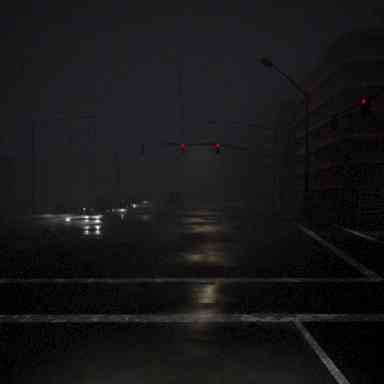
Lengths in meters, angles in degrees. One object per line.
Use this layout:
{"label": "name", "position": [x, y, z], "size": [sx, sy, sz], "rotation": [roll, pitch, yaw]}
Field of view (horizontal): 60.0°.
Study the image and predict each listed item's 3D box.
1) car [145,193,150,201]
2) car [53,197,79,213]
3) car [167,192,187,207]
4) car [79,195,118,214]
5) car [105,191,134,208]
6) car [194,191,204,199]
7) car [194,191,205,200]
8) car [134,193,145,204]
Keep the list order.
{"label": "car", "position": [-9.093, 0.947, 63.478], "size": [2.033, 1.411, 5.357], "rotation": [0, 1, 1]}
{"label": "car", "position": [-13.007, 1.346, 35.324], "size": [1.882, 1.535, 5.008], "rotation": [0, 1, 1]}
{"label": "car", "position": [-2.174, 0.940, 45.369], "size": [2.150, 2.045, 5.566], "rotation": [0, 1, 1]}
{"label": "car", "position": [-9.519, 1.369, 34.257], "size": [2.128, 1.511, 4.902], "rotation": [0, 1, 1]}
{"label": "car", "position": [-9.402, 1.106, 43.299], "size": [2.097, 1.767, 4.553], "rotation": [0, 1, 1]}
{"label": "car", "position": [1.604, 0.556, 75.795], "size": [2.097, 1.767, 4.553], "rotation": [0, 1, 1]}
{"label": "car", "position": [1.574, 0.855, 65.405], "size": [2.128, 1.511, 4.902], "rotation": [0, 1, 1]}
{"label": "car", "position": [-9.280, 1.132, 52.943], "size": [2.033, 1.411, 5.357], "rotation": [0, 1, 1]}
